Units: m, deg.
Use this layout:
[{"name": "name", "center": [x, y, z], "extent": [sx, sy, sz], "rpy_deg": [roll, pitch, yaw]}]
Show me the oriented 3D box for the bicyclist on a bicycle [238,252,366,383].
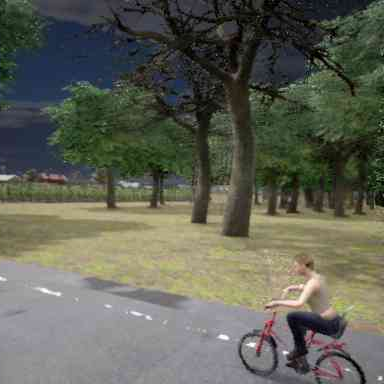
[{"name": "bicyclist on a bicycle", "center": [1.239, 1.517, 3.961], "extent": [1.509, 1.612, 0.866], "rpy_deg": [0, -1, 33]}]
